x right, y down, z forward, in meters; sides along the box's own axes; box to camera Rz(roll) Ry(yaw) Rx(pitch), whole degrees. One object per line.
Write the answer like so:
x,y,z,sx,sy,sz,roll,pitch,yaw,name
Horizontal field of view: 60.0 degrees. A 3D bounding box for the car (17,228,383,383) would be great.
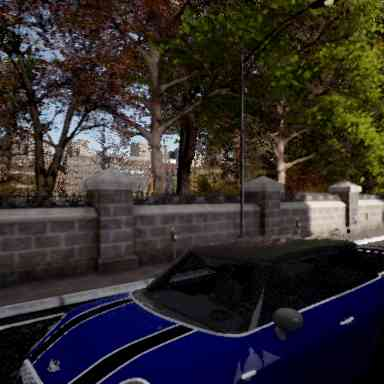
0.540,1.393,3.838,4.553,1.767,2.097,0,-1,-38,car
